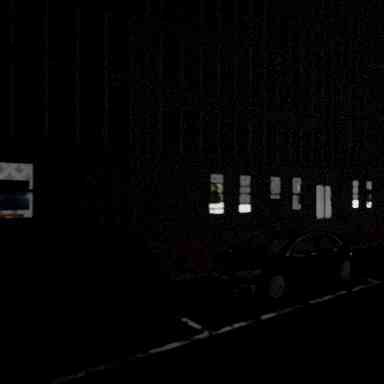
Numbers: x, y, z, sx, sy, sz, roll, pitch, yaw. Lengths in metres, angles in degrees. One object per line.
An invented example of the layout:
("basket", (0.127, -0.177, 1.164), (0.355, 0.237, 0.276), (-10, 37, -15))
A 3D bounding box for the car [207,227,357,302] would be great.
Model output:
("car", (2.367, 1.587, 8.254), (4.403, 1.369, 2.008), (0, 0, -36))

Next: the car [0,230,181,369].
("car", (-2.265, 1.445, 4.946), (4.097, 1.590, 1.967), (0, 0, -36))
